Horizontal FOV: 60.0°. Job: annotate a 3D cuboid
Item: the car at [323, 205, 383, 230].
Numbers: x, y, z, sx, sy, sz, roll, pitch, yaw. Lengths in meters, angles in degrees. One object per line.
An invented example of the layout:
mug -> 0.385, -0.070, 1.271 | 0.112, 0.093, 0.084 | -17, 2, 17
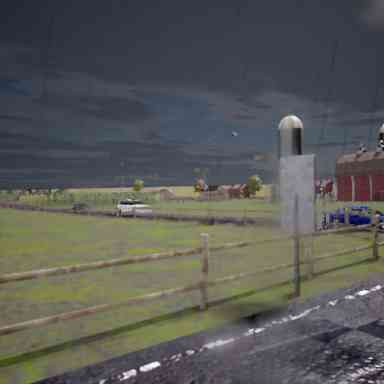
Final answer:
car -> 11.348, 1.678, 22.020 | 5.008, 1.535, 1.882 | 0, 1, 44

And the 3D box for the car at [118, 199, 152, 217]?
car -> -7.207, 1.963, 41.249 | 2.150, 2.045, 5.566 | -2, 0, -42

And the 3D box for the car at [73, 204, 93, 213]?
car -> -17.344, 2.564, 52.701 | 1.812, 1.442, 4.674 | -1, 0, -41
